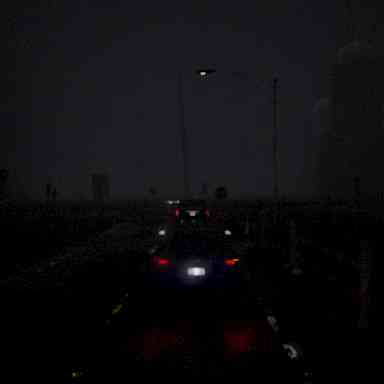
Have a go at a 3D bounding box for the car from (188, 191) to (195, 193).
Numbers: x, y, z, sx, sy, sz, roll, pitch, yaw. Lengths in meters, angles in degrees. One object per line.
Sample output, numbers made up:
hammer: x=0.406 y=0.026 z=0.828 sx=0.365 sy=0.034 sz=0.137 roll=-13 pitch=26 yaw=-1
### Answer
car: x=-0.198 y=0.675 z=78.155 sx=2.033 sy=1.411 sz=5.357 roll=0 pitch=1 yaw=0

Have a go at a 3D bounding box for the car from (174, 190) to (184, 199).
car: x=-2.940 y=0.525 z=75.075 sx=2.097 sy=1.767 sz=4.553 roll=0 pitch=1 yaw=0

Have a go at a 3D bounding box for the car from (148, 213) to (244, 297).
car: x=0.079 y=1.463 z=8.357 sx=1.994 sy=1.385 sz=4.181 roll=0 pitch=1 yaw=0

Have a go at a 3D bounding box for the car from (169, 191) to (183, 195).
car: x=-2.952 y=0.807 z=59.574 sx=1.882 sy=1.535 sz=5.008 roll=0 pitch=1 yaw=0

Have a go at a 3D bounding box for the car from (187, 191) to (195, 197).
car: x=-0.224 y=0.472 z=88.579 sx=1.994 sy=1.385 sz=4.181 roll=0 pitch=1 yaw=0

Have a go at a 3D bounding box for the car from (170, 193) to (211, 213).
car: x=-0.048 y=1.125 z=19.167 sx=2.097 sy=1.767 sz=4.553 roll=0 pitch=1 yaw=-2
